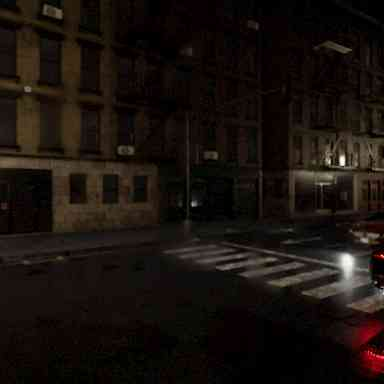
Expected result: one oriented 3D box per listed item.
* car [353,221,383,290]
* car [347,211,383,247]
[{"bbox_3d":[5.953,1.459,7.580,4.892,1.490,1.837,0,0,-35],"label":"car"},{"bbox_3d":[8.118,1.453,13.224,4.674,1.442,1.812,0,0,-34],"label":"car"}]
